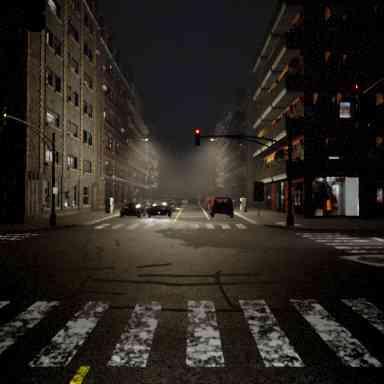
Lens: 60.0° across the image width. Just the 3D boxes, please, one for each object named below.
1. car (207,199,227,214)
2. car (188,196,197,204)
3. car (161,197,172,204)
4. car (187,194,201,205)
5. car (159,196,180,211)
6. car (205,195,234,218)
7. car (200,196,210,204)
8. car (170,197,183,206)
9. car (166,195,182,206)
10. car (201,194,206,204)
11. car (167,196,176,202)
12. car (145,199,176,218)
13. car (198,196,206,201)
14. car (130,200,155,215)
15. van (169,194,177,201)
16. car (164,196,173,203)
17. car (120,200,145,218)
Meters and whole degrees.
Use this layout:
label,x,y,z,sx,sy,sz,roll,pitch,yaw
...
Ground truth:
label,x,y,z,sx,sy,sz,roll,pitch,yaw
car,2.623,1.541,35.894,1.752,1.417,4.829,1,0,0
car,0.153,1.602,70.349,1.882,1.535,5.008,0,0,0
car,-5.223,1.668,69.061,2.008,1.369,4.403,1,0,0
car,0.174,1.552,59.909,1.882,1.535,5.008,0,0,0
car,-2.786,1.524,39.273,1.837,1.490,4.892,0,0,0
car,2.620,1.327,30.165,2.192,1.841,5.009,1,0,0
car,2.659,1.558,69.087,1.967,1.590,4.097,1,0,0
car,-2.680,1.620,59.568,2.033,1.411,5.357,0,0,0
car,-2.722,1.602,49.207,1.994,1.385,4.181,0,0,1
car,2.632,1.337,41.289,2.192,1.841,5.009,1,0,0
car,-5.204,1.766,85.751,2.008,1.369,4.403,1,0,0
car,-2.805,1.576,30.393,1.994,1.385,4.181,0,0,0
car,2.682,1.816,91.338,1.947,1.339,4.313,1,0,0
car,-5.258,1.581,35.689,1.947,1.339,4.313,1,0,0
van,-5.195,1.591,91.317,1.690,1.788,3.998,1,0,0
car,-5.216,1.673,74.453,1.752,1.417,4.829,1,0,0
car,-5.264,1.578,30.128,1.947,1.339,4.313,1,0,0
